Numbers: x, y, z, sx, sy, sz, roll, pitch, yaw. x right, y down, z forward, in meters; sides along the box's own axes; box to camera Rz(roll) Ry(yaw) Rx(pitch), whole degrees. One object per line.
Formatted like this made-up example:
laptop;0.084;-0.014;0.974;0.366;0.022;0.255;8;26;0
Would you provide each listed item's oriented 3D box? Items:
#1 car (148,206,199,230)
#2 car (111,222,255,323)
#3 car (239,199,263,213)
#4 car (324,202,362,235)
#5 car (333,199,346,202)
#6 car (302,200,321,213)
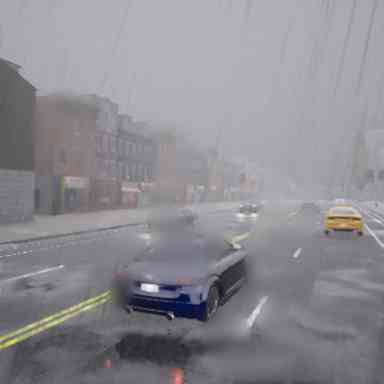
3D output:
car;-1.070;1.684;21.648;1.837;1.490;4.892;0;-1;24
car;0.074;1.630;7.544;1.994;1.385;4.181;0;0;24
car;7.232;1.617;40.408;2.097;1.767;4.553;0;0;24
car;9.102;1.638;20.080;1.882;1.535;5.008;0;0;24
car;23.242;1.775;52.447;1.812;1.442;4.674;0;-1;24
car;14.531;1.755;40.627;1.837;1.490;4.892;0;0;24
